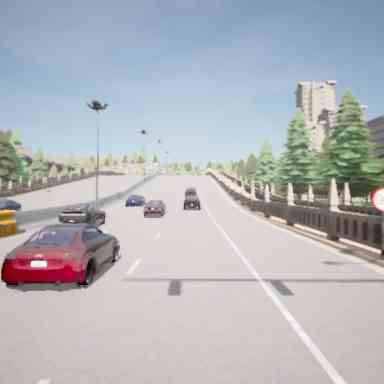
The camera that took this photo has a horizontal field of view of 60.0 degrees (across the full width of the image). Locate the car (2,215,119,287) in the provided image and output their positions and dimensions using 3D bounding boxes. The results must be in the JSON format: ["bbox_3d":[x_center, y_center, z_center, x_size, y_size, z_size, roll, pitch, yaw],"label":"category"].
[{"bbox_3d":[-3.402,1.572,9.396,1.994,1.385,4.181,0,0,0],"label":"car"}]

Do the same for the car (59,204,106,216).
[{"bbox_3d":[-6.923,1.511,21.469,2.128,1.511,4.902,0,0,0],"label":"car"}]

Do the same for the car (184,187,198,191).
[{"bbox_3d":[-0.189,-0.004,51.758,1.837,1.490,4.892,0,6,0],"label":"car"}]

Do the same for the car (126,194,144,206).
[{"bbox_3d":[-7.032,0.945,41.810,1.994,1.385,4.181,0,4,0],"label":"car"}]

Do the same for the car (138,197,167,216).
[{"bbox_3d":[-3.473,1.441,31.709,2.033,1.411,5.357,0,2,0],"label":"car"}]

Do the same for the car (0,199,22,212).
[{"bbox_3d":[-17.569,1.438,30.912,1.812,1.442,4.674,0,2,0],"label":"car"}]

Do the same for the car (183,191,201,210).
[{"bbox_3d":[-0.009,1.104,37.904,1.882,1.535,5.008,0,2,0],"label":"car"}]
